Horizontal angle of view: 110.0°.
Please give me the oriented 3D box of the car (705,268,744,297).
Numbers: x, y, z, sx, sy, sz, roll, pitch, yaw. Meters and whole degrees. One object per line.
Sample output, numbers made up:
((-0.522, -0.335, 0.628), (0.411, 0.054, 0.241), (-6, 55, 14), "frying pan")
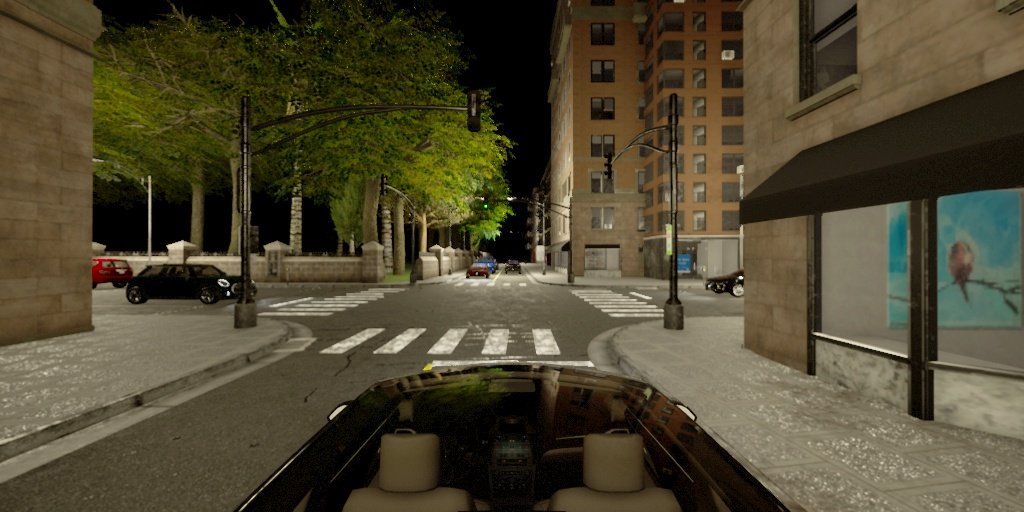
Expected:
((12.672, 1.313, 18.612), (4.892, 1.490, 1.837), (0, 0, 1), "car")

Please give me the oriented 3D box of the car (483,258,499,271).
((-3.073, 1.172, 52.892), (2.097, 1.767, 4.553), (0, 0, 0), "car")

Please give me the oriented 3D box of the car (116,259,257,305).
((-13.881, 1.123, 15.750), (4.553, 1.767, 2.097), (0, 0, 1), "car")

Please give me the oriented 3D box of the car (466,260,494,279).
((-3.087, 1.373, 33.521), (1.994, 1.385, 4.181), (0, 0, 0), "car")

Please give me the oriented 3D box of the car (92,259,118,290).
((-25.944, 1.084, 21.667), (5.009, 1.841, 2.192), (0, 0, 1), "car")

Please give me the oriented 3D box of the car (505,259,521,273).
((0.115, 1.307, 43.846), (2.128, 1.511, 4.902), (0, 0, 0), "car")

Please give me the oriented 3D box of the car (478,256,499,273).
((-3.086, 1.036, 42.831), (2.150, 2.045, 5.566), (0, 0, 0), "car")
